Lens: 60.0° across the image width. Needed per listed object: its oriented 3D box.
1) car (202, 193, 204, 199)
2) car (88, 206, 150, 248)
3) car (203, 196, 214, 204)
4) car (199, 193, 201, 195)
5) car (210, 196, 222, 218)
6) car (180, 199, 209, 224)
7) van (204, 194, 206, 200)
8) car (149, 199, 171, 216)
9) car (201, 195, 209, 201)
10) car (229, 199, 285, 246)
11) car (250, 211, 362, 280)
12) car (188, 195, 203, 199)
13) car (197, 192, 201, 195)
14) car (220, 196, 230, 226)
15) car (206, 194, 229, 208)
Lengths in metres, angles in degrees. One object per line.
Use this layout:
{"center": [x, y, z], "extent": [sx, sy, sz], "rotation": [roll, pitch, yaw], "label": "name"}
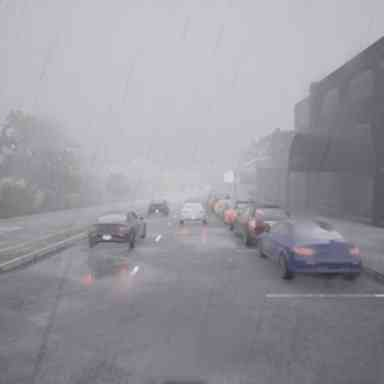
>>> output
{"center": [3.199, 1.337, 54.132], "extent": [2.185, 1.767, 4.553], "rotation": [0, 0, 0], "label": "car"}
{"center": [-3.170, 1.521, 14.670], "extent": [1.812, 1.442, 4.674], "rotation": [0, 0, 0], "label": "car"}
{"center": [3.194, 1.499, 65.086], "extent": [2.002, 1.452, 4.674], "rotation": [0, 0, 0], "label": "car"}
{"center": [3.191, 1.458, 70.607], "extent": [2.231, 1.521, 4.892], "rotation": [0, 0, 0], "label": "car"}
{"center": [3.209, 1.469, 32.058], "extent": [2.097, 1.535, 5.008], "rotation": [0, 0, 0], "label": "car"}
{"center": [0.087, 1.517, 24.892], "extent": [1.812, 1.442, 4.674], "rotation": [0, 0, 0], "label": "car"}
{"center": [3.202, 1.238, 48.754], "extent": [1.878, 1.987, 4.442], "rotation": [0, 0, 0], "label": "van"}
{"center": [-3.166, 1.494, 32.566], "extent": [1.837, 1.490, 4.892], "rotation": [0, 0, 0], "label": "car"}
{"center": [3.185, 1.450, 81.849], "extent": [1.946, 1.575, 5.366], "rotation": [0, 0, 0], "label": "car"}
{"center": [3.216, 1.349, 15.456], "extent": [2.185, 1.767, 4.553], "rotation": [0, 0, 0], "label": "car"}
{"center": [3.220, 1.517, 9.834], "extent": [2.002, 1.452, 4.674], "rotation": [0, 0, 0], "label": "car"}
{"center": [0.080, 1.491, 42.415], "extent": [1.837, 1.490, 4.892], "rotation": [0, 0, 0], "label": "car"}
{"center": [3.185, 1.326, 87.158], "extent": [2.185, 1.767, 4.553], "rotation": [0, 0, 0], "label": "car"}
{"center": [3.214, 1.347, 20.981], "extent": [2.185, 1.767, 4.553], "rotation": [0, 0, 0], "label": "car"}
{"center": [3.206, 1.216, 37.491], "extent": [2.435, 2.045, 5.566], "rotation": [0, 0, 0], "label": "car"}
